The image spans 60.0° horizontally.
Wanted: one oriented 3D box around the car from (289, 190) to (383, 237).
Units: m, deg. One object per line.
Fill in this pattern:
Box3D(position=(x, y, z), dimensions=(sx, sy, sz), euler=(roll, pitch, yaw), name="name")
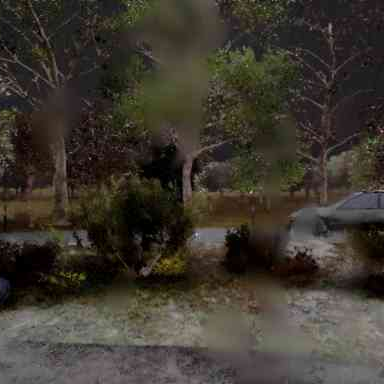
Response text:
Box3D(position=(5.803, 0.655, 10.662), dimensions=(5.357, 1.411, 2.033), euler=(-3, -1, 25), name="car")
